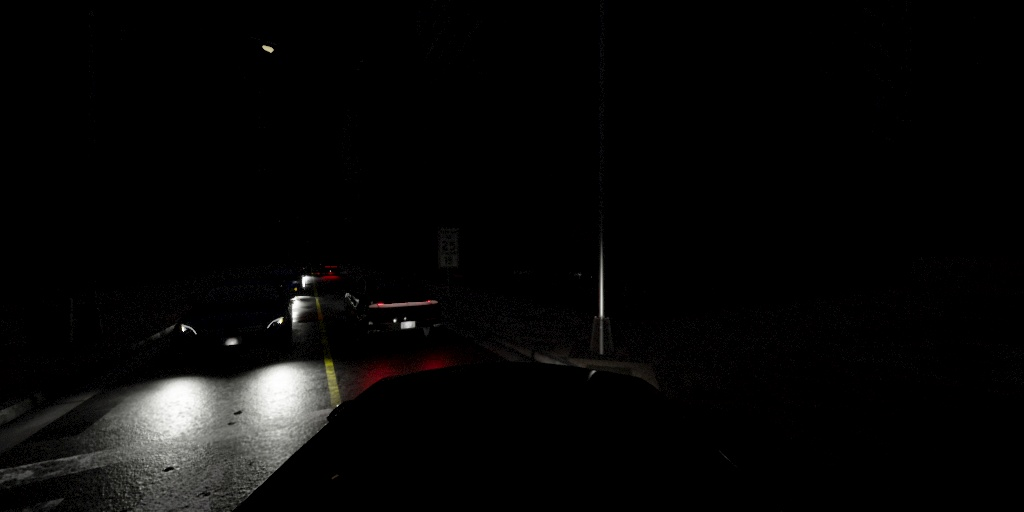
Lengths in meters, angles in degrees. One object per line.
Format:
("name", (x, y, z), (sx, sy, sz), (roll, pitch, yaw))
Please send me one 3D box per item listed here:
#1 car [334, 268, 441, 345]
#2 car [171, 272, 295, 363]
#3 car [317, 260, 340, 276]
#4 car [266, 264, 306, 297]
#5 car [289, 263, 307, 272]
("car", (-3.391, 1.244, 9.691), (2.128, 1.511, 4.902), (0, 0, -30))
("car", (-6.271, 1.276, 8.475), (1.812, 1.442, 4.674), (0, 0, -31))
("car", (-19.448, 1.268, 38.191), (1.837, 1.490, 4.892), (0, 0, -29))
("car", (-12.200, 1.317, 18.961), (1.994, 1.385, 4.181), (0, 0, -29))
("car", (-23.115, 1.362, 38.440), (1.895, 1.301, 4.718), (0, 0, -29))
